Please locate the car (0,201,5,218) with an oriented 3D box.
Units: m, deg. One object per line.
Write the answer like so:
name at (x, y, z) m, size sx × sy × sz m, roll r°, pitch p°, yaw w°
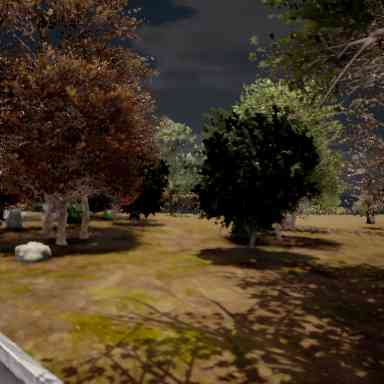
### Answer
car at (-17.733, 1.348, 28.663) m, size 2.150 × 2.045 × 5.566 m, roll 0°, pitch 0°, yaw -19°
